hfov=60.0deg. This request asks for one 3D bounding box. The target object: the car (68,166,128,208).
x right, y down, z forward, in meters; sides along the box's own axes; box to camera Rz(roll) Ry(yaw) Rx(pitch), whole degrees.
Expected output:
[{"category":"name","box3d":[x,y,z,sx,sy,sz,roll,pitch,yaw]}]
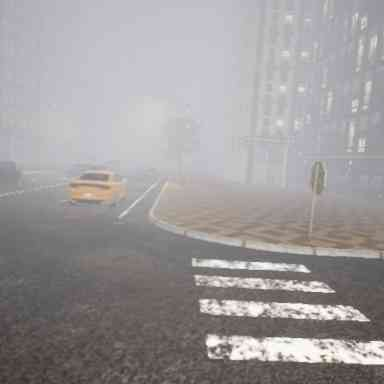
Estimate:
[{"category":"car","box3d":[-4.195,-0.246,15.569,1.882,1.535,5.008,3,5,-3]}]

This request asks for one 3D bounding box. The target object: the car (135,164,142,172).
[{"category":"car","box3d":[-9.453,-4.442,62.241,1.882,1.535,5.008,3,5,-3]}]

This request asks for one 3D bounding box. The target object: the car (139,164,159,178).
[{"category":"car","box3d":[-5.436,-2.613,44.237,1.994,1.385,4.181,3,5,-3]}]

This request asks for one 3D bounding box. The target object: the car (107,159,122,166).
[{"category":"car","box3d":[-12.353,-4.054,52.202,2.150,2.045,5.566,3,5,-3]}]

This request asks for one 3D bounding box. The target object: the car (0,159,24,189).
[{"category":"car","box3d":[-10.979,-0.989,17.872,2.097,1.767,4.553,3,5,-3]}]

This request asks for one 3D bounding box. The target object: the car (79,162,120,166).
[{"category":"car","box3d":[-8.037,-1.630,29.361,1.882,1.535,5.008,3,5,-3]}]

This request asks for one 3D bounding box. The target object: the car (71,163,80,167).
[{"category":"car","box3d":[-11.735,-2.386,35.692,1.882,1.535,5.008,3,5,-2]}]
